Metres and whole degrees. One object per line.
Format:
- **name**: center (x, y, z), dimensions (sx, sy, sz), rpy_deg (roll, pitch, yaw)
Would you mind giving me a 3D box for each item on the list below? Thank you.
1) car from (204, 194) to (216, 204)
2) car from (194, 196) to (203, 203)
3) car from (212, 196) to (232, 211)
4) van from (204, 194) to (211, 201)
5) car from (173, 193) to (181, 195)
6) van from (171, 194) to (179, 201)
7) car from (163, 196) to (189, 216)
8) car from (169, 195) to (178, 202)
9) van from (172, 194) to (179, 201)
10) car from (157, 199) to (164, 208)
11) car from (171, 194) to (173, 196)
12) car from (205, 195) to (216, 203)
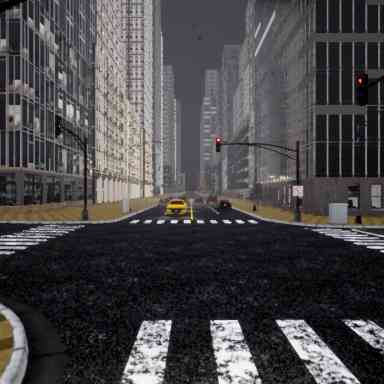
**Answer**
- **car**: center (3.807, 1.312, 63.931), dimensions (2.192, 1.841, 5.009), rpy_deg (0, 0, 0)
- **car**: center (1.327, 1.540, 68.019), dimensions (2.033, 1.411, 5.357), rpy_deg (0, 0, 0)
- **car**: center (3.942, 1.579, 41.823), dimensions (1.947, 1.339, 4.313), rpy_deg (0, 0, 0)
- **van**: center (3.743, 1.320, 80.515), dimensions (1.690, 1.788, 3.998), rpy_deg (0, 0, 0)
- **car**: center (-1.555, 1.359, 53.395), dimensions (2.097, 1.767, 4.553), rpy_deg (0, 0, 0)
- **van**: center (-4.137, 1.320, 80.484), dimensions (1.690, 1.788, 3.998), rpy_deg (0, 0, 0)
- **car**: center (-1.487, 1.494, 33.325), dimensions (1.882, 1.535, 5.008), rpy_deg (0, 0, 0)
- **car**: center (-4.116, 1.426, 74.957), dimensions (1.967, 1.590, 4.097), rpy_deg (0, 0, 0)
- **van**: center (-4.158, 1.314, 86.012), dimensions (1.690, 1.788, 3.998), rpy_deg (0, 0, 0)
- **car**: center (-4.009, 1.592, 47.319), dimensions (1.802, 1.307, 4.206), rpy_deg (0, 0, 0)
- **car**: center (-4.073, 1.563, 63.901), dimensions (1.947, 1.339, 4.313), rpy_deg (0, 0, 0)
- **car**: center (3.786, 1.432, 69.460), dimensions (1.967, 1.590, 4.097), rpy_deg (0, 0, 0)
